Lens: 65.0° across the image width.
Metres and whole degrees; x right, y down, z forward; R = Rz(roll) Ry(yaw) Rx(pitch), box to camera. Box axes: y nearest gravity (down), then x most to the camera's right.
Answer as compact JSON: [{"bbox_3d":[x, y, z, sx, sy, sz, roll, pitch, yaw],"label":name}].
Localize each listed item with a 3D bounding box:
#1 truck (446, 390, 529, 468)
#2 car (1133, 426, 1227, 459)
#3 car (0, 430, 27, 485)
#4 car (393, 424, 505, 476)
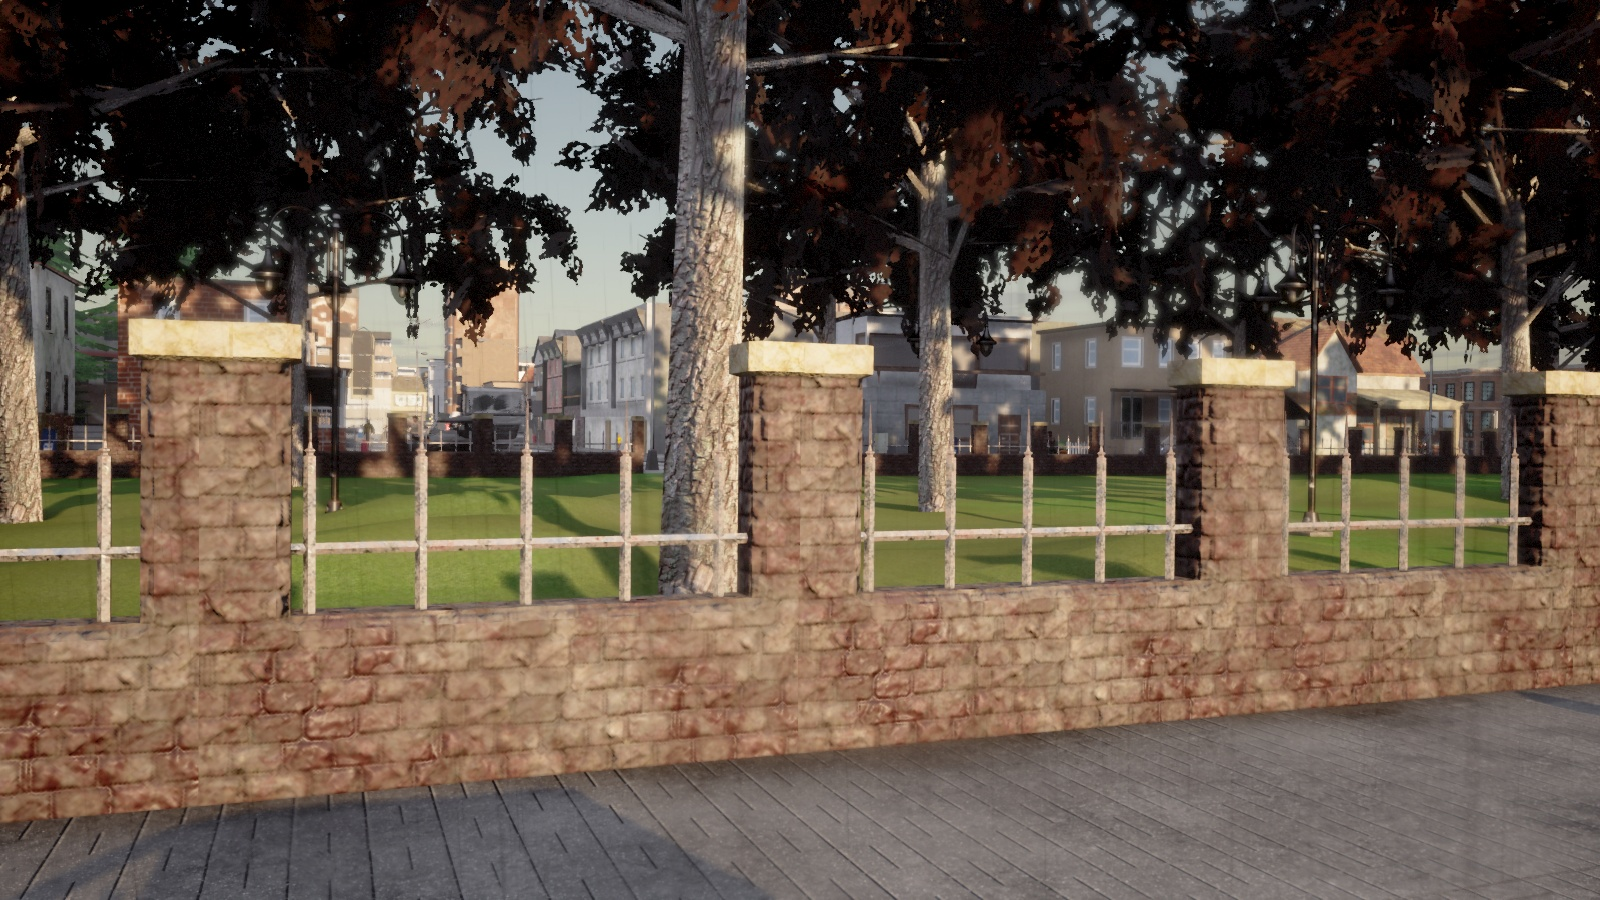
[{"bbox_3d":[-15.046,-0.999,60.086,2.891,3.462,7.936,-1,1,-21],"label":"truck"},{"bbox_3d":[17.850,-0.389,59.012,3.806,1.475,1.970,-1,1,-21],"label":"car"},{"bbox_3d":[-26.395,0.246,37.824,5.027,1.651,2.152,-1,1,-24],"label":"car"},{"bbox_3d":[-13.380,-0.044,48.094,1.905,1.878,3.866,0,1,31],"label":"car"}]
